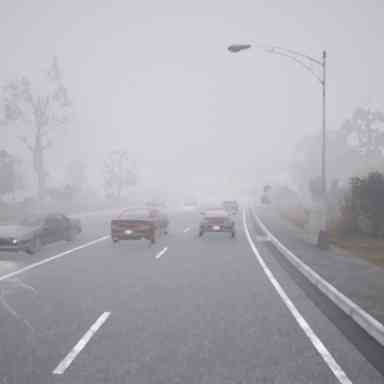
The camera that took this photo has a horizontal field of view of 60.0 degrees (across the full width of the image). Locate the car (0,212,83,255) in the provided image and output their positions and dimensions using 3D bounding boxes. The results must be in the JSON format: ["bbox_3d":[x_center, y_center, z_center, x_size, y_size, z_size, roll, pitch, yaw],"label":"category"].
[{"bbox_3d":[-6.328,1.535,13.621,2.033,1.411,5.357,0,0,5],"label":"car"}]

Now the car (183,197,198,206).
[{"bbox_3d":[-0.171,1.531,54.931,2.128,1.511,4.902,0,0,10],"label":"car"}]

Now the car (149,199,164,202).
[{"bbox_3d":[-5.117,1.614,46.608,1.895,1.301,4.718,0,0,10],"label":"car"}]

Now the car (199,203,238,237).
[{"bbox_3d":[1.424,1.548,18.240,1.812,1.442,4.674,0,0,6],"label":"car"}]

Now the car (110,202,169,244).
[{"bbox_3d":[-2.344,1.483,16.032,1.882,1.535,5.008,0,0,6],"label":"car"}]

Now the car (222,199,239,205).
[{"bbox_3d":[4.523,1.543,39.332,2.128,1.511,4.902,0,0,9],"label":"car"}]
